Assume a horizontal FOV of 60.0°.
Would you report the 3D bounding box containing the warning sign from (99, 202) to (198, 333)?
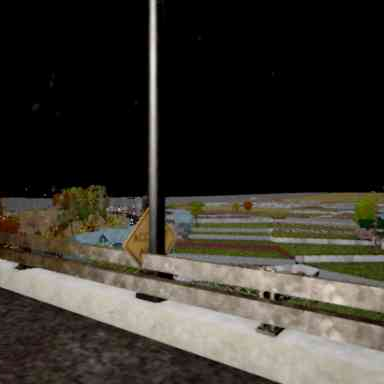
[{"bbox_3d":[-0.710,1.116,5.672,1.060,1.860,1.300,0,0,36],"label":"warning sign"}]
